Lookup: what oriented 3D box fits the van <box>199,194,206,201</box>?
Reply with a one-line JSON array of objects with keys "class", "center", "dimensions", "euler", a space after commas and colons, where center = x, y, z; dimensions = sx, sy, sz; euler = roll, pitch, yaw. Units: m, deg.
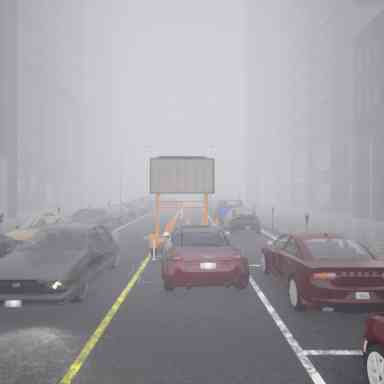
[{"class": "van", "center": [2.864, 1.436, 92.164], "dimensions": [1.690, 1.788, 3.998], "euler": [0, 0, 0]}]

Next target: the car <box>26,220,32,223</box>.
[{"class": "car", "center": [-5.755, 1.566, 7.613], "dimensions": [1.947, 1.339, 4.313], "euler": [0, 0, 0]}]

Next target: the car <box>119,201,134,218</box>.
[{"class": "car", "center": [-5.736, 1.588, 24.523], "dimensions": [1.802, 1.307, 4.206], "euler": [0, 0, 0]}]

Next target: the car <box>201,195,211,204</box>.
[{"class": "car", "center": [2.820, 1.577, 52.710], "dimensions": [1.887, 1.381, 4.507], "euler": [0, 0, 0]}]

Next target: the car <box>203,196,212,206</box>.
[{"class": "car", "center": [2.808, 1.571, 41.438], "dimensions": [2.008, 1.369, 4.403], "euler": [0, 0, 0]}]

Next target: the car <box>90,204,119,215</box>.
[{"class": "car", "center": [-5.743, 1.569, 18.885], "dimensions": [1.947, 1.339, 4.313], "euler": [0, 0, 0]}]

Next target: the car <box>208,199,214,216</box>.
[{"class": "car", "center": [2.795, 1.561, 30.166], "dimensions": [2.008, 1.369, 4.403], "euler": [0, 0, 0]}]

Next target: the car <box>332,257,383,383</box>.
[{"class": "car", "center": [2.763, 1.545, 1.984], "dimensions": [1.887, 1.381, 4.507], "euler": [0, 0, 0]}]

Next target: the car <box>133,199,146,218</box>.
[{"class": "car", "center": [-5.730, 1.576, 30.159], "dimensions": [1.947, 1.339, 4.313], "euler": [0, 0, 0]}]

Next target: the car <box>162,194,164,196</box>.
[{"class": "car", "center": [-5.699, 1.354, 58.341], "dimensions": [2.192, 1.841, 5.009], "euler": [0, 0, 0]}]

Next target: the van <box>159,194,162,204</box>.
[{"class": "van", "center": [-5.712, 1.367, 47.069], "dimensions": [1.690, 1.788, 3.998], "euler": [0, 0, 0]}]

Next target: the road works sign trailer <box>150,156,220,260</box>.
[{"class": "road works sign trailer", "center": [-0.378, 0.466, 12.462], "dimensions": [2.380, 3.560, 2.880], "euler": [0, 0, -5]}]

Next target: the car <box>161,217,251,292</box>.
[{"class": "car", "center": [0.172, 1.565, 9.009], "dimensions": [1.994, 1.385, 4.181], "euler": [0, -1, -5]}]

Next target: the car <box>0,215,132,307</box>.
[{"class": "car", "center": [-3.091, 1.548, 8.423], "dimensions": [2.033, 1.411, 5.357], "euler": [0, 0, 0]}]

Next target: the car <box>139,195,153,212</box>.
[{"class": "car", "center": [-5.724, 1.455, 35.796], "dimensions": [1.967, 1.590, 4.097], "euler": [0, 0, 0]}]

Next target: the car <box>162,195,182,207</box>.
[{"class": "car", "center": [-3.038, 1.594, 50.365], "dimensions": [1.994, 1.385, 4.181], "euler": [0, 0, 0]}]

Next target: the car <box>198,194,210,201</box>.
[{"class": "car", "center": [2.832, 1.362, 63.983], "dimensions": [2.192, 1.841, 5.009], "euler": [0, 0, 0]}]

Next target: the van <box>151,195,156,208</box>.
[{"class": "van", "center": [-5.718, 1.361, 41.432], "dimensions": [1.690, 1.788, 3.998], "euler": [0, 0, 0]}]

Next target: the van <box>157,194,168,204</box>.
[{"class": "van", "center": [-5.692, 1.388, 63.978], "dimensions": [1.690, 1.788, 3.998], "euler": [0, 0, 0]}]

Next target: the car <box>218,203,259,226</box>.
[{"class": "car", "center": [2.782, 1.554, 18.893], "dimensions": [2.008, 1.369, 4.403], "euler": [0, 0, 0]}]

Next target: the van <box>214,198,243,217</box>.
[{"class": "van", "center": [2.788, 1.348, 24.529], "dimensions": [1.690, 1.788, 3.998], "euler": [0, 0, 0]}]

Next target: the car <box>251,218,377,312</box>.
[{"class": "car", "center": [2.770, 1.545, 7.621], "dimensions": [1.887, 1.381, 4.507], "euler": [0, 0, 0]}]

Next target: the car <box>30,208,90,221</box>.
[{"class": "car", "center": [-5.749, 1.527, 13.079], "dimensions": [1.752, 1.417, 4.829], "euler": [0, 0, 0]}]
